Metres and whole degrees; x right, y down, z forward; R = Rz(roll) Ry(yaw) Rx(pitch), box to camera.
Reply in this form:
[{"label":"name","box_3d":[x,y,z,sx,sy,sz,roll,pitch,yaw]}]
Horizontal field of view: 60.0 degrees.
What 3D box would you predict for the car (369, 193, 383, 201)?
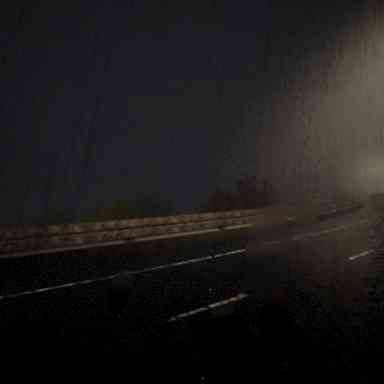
[{"label":"car","box_3d":[33.199,0.841,59.372,2.033,1.411,5.357,-1,0,16]}]
